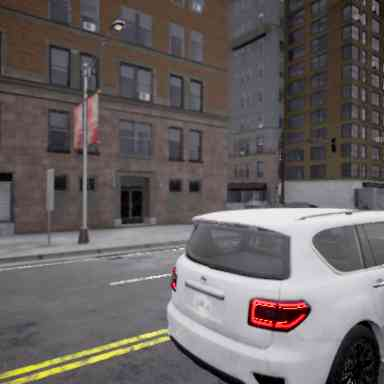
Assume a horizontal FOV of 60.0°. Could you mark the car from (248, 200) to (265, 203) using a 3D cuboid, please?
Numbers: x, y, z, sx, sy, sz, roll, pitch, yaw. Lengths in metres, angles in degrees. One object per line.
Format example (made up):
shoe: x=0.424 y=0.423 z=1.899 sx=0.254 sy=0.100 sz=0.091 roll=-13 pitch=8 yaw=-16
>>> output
car: x=7.416 y=1.665 z=39.010 sx=2.008 sy=1.369 sz=4.403 roll=1 pitch=0 yaw=-35

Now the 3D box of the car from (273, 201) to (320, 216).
car: x=10.682 y=1.680 z=34.385 sx=1.947 sy=1.339 sz=4.313 roll=1 pitch=0 yaw=-35

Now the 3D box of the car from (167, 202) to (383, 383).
car: x=2.286 y=1.239 z=5.066 sx=5.566 sy=2.045 sz=2.150 roll=0 pitch=0 yaw=-36
